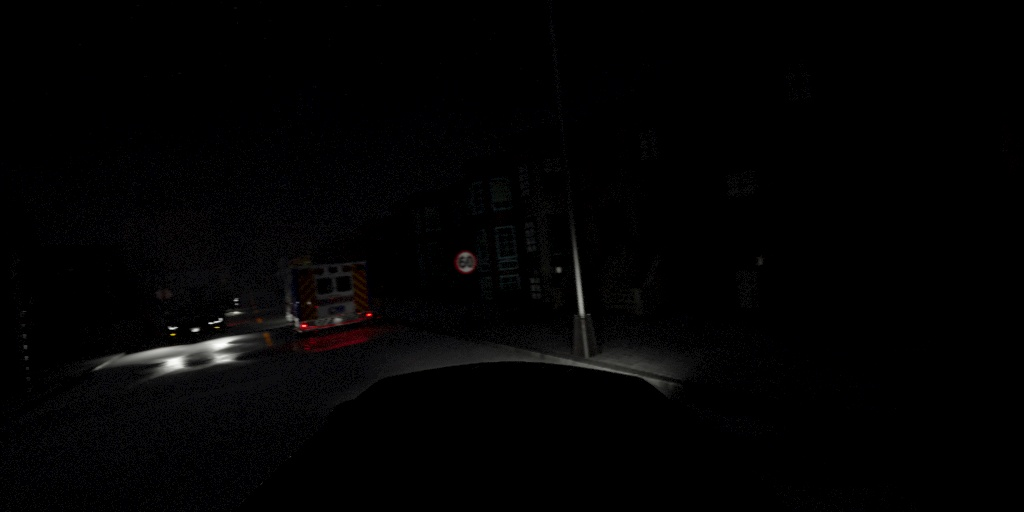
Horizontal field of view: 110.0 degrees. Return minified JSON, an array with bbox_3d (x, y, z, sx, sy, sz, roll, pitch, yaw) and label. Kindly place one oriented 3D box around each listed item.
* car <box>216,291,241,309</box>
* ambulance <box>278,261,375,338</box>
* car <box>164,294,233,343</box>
[{"bbox_3d":[-26.847,4.122,33.620,2.097,1.767,4.553,-6,0,-36],"label":"car"},{"bbox_3d":[-7.560,1.654,14.222,2.351,2.431,6.366,-6,-1,-37],"label":"ambulance"},{"bbox_3d":[-14.018,2.811,16.156,1.837,1.490,4.892,-6,0,-37],"label":"car"}]
